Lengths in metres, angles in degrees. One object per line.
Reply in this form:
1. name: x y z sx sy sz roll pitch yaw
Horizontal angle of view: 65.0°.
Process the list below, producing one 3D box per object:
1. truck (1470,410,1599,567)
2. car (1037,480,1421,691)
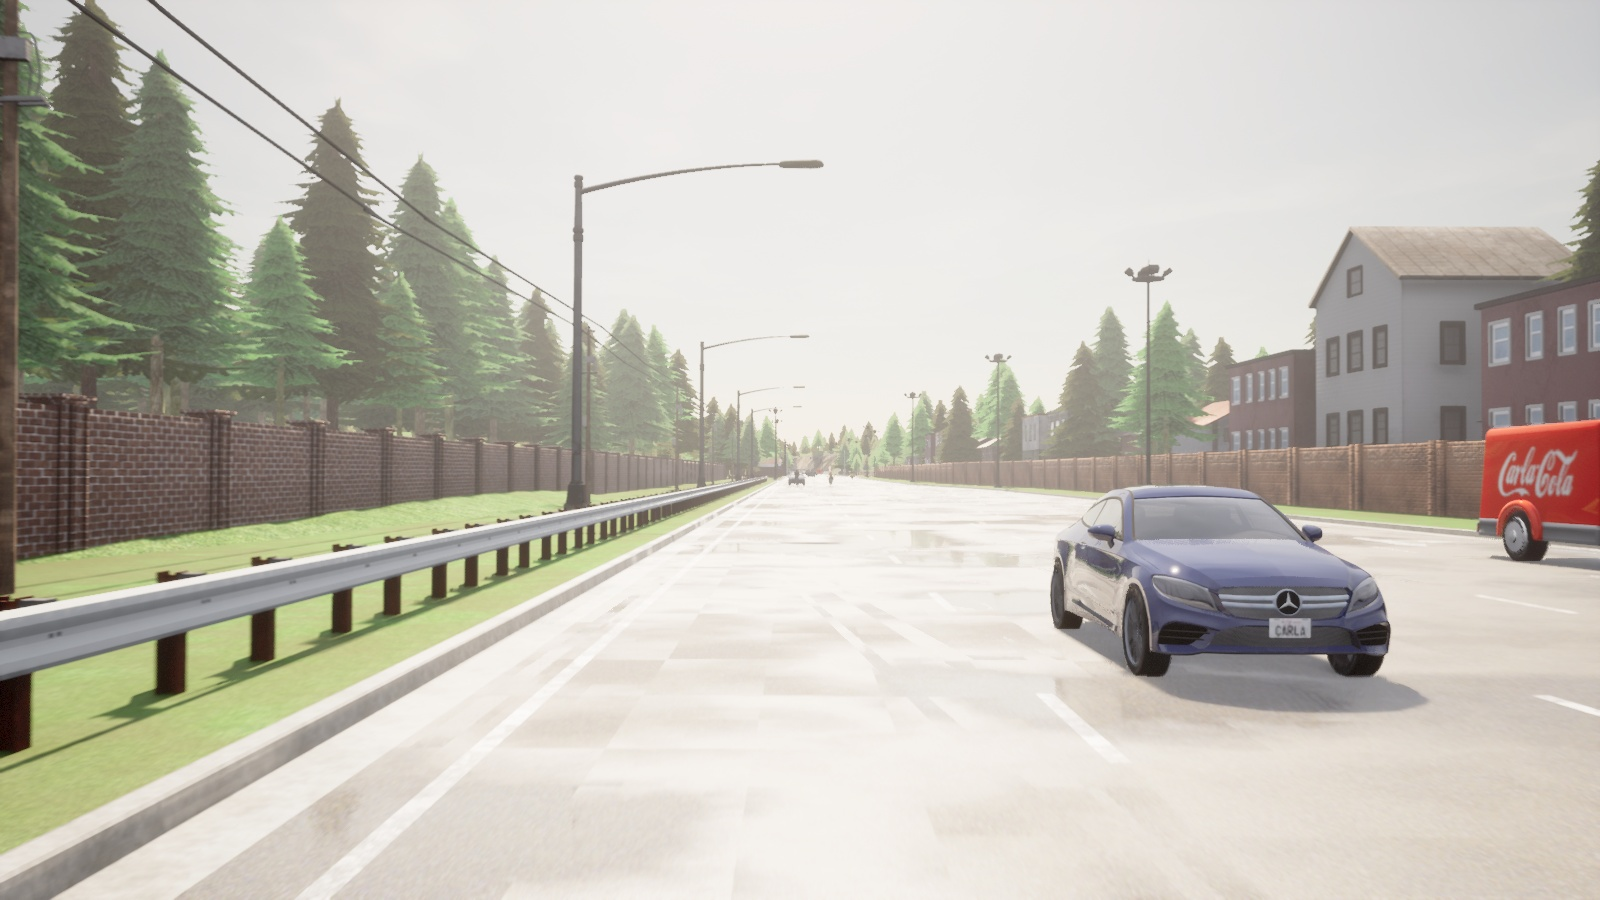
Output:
1. truck: 13.947 0.628 21.020 2.627 2.467 5.204 0 -1 0
2. car: 3.473 1.014 11.220 1.812 1.442 4.674 0 -1 0
